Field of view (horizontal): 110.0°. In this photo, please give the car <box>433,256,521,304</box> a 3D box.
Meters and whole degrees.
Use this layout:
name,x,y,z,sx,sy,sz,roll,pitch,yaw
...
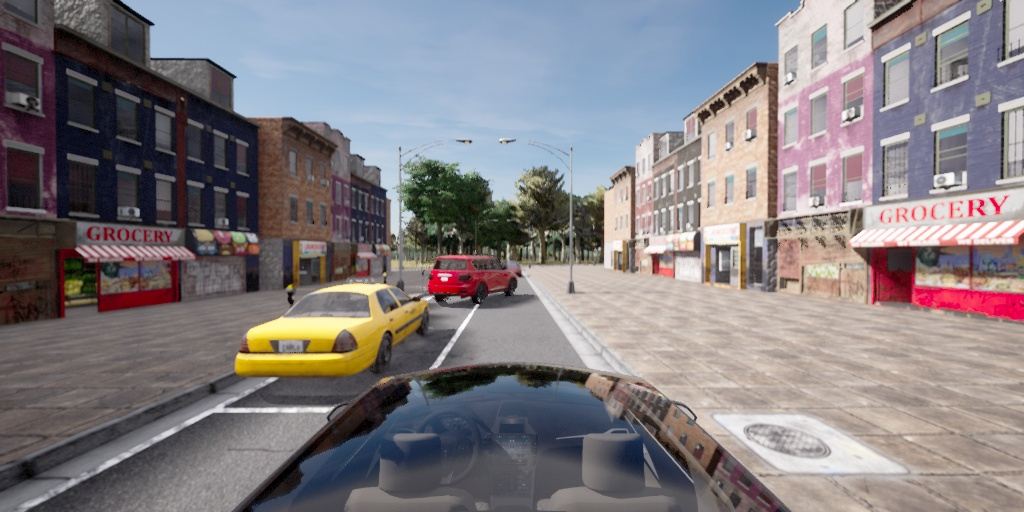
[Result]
name,x,y,z,sx,sy,sz,roll,pitch,yaw
car,-1.642,1.009,16.828,2.150,2.045,5.566,1,0,23

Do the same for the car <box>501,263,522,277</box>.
name,x,y,z,sx,sy,sz,roll,pitch,yaw
car,-0.045,1.403,37.390,1.994,1.385,4.181,0,0,0

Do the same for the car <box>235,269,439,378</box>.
name,x,y,z,sx,sy,sz,roll,pitch,yaw
car,-3.046,1.220,7.483,1.801,1.575,5.366,0,0,0
